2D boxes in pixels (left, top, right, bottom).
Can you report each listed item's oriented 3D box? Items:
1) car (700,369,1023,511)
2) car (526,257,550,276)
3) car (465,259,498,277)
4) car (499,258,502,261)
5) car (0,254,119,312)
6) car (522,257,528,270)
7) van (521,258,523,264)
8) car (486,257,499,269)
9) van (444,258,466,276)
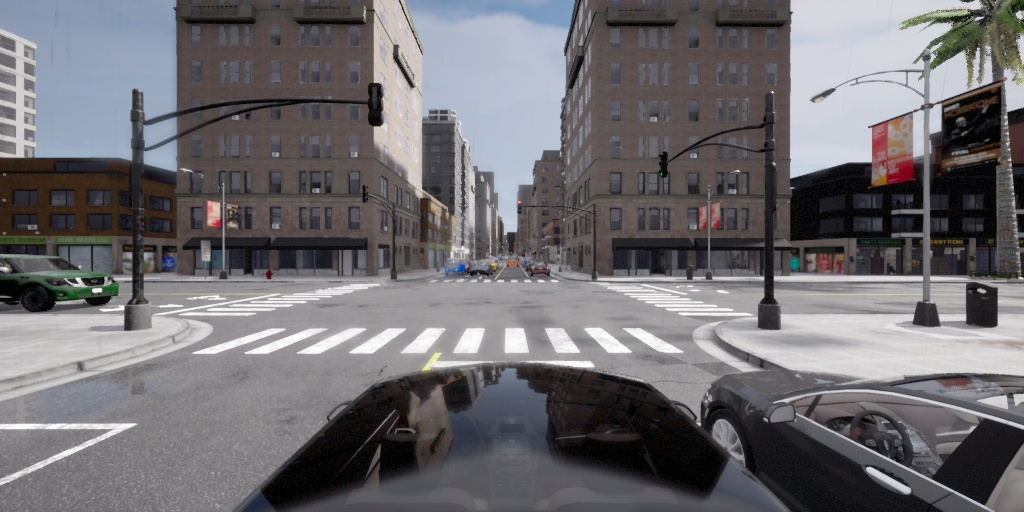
[{"bbox_3d":[2.668,1.300,1.763,2.007,1.370,4.403,0,0,0],"label":"car"},{"bbox_3d":[2.743,1.192,36.413,1.967,1.591,4.097,0,0,0],"label":"car"},{"bbox_3d":[-2.997,1.299,36.621,2.033,1.411,5.357,0,0,4],"label":"car"},{"bbox_3d":[-2.969,1.354,56.241,1.895,1.301,4.718,0,0,0],"label":"car"},{"bbox_3d":[-18.493,0.948,13.579,5.566,2.045,2.150,0,0,0],"label":"car"},{"bbox_3d":[2.771,1.193,47.751,1.967,1.591,4.097,0,0,0],"label":"car"},{"bbox_3d":[2.798,1.094,59.090,1.690,1.789,3.998,0,0,0],"label":"van"},{"bbox_3d":[-3.001,1.231,46.323,1.882,1.535,5.008,0,0,0],"label":"car"},{"bbox_3d":[-5.783,1.093,36.431,1.690,1.789,3.998,0,0,0],"label":"van"}]
